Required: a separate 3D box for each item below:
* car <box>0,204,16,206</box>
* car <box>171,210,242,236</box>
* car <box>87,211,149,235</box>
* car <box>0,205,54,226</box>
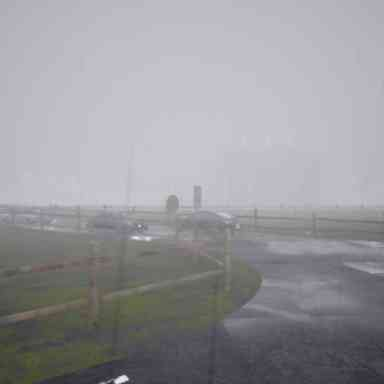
[{"bbox_3d":[-19.403,1.970,34.354,4.892,1.490,1.837,-1,-1,32],"label":"car"},{"bbox_3d":[0.828,1.815,20.332,4.674,1.442,1.812,-1,-1,38],"label":"car"},{"bbox_3d":[-4.716,1.869,20.940,4.181,1.385,1.994,-1,-1,36],"label":"car"},{"bbox_3d":[-13.301,1.983,26.970,4.718,1.301,1.895,-1,-1,34],"label":"car"}]
